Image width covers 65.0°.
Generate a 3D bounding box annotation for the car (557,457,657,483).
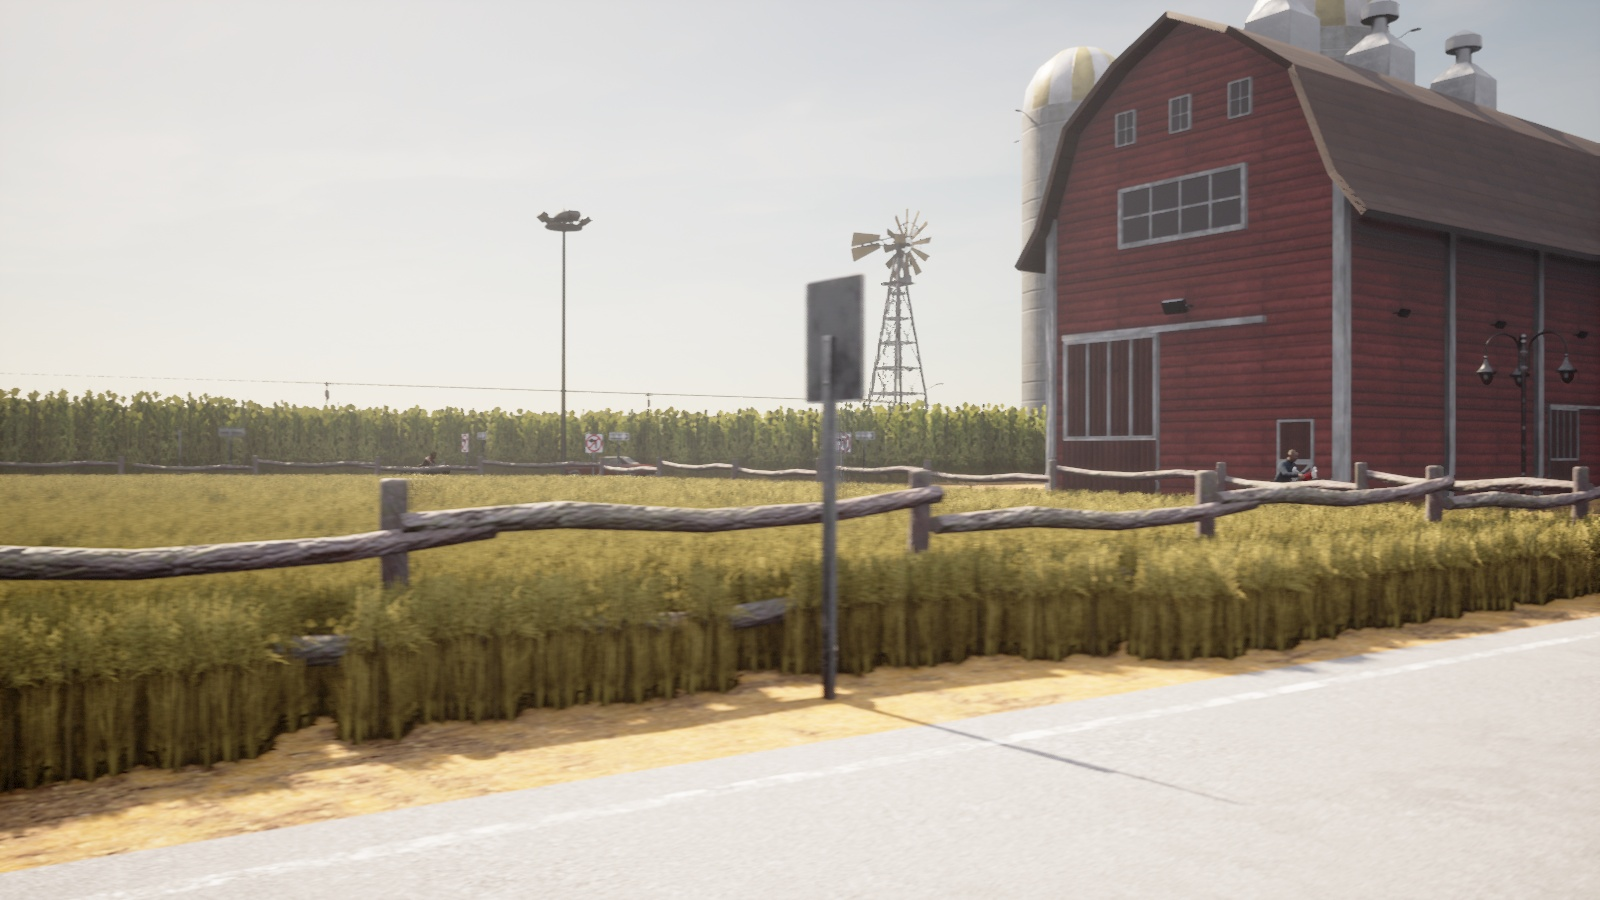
[{"bbox_3d":[-9.893,1.025,64.501,4.718,1.301,1.895,0,0,9],"label":"car"}]
